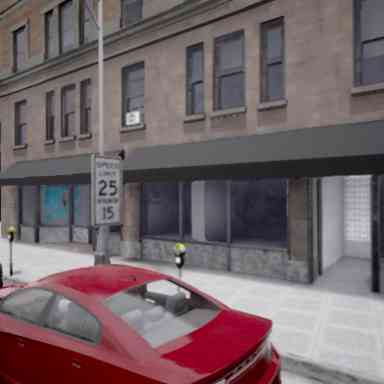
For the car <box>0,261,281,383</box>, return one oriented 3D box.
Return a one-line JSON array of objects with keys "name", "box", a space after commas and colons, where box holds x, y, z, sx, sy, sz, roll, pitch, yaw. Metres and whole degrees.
[{"name": "car", "box": [-1.253, 1.575, 3.972, 4.507, 1.381, 1.887, -1, 0, 35]}]
